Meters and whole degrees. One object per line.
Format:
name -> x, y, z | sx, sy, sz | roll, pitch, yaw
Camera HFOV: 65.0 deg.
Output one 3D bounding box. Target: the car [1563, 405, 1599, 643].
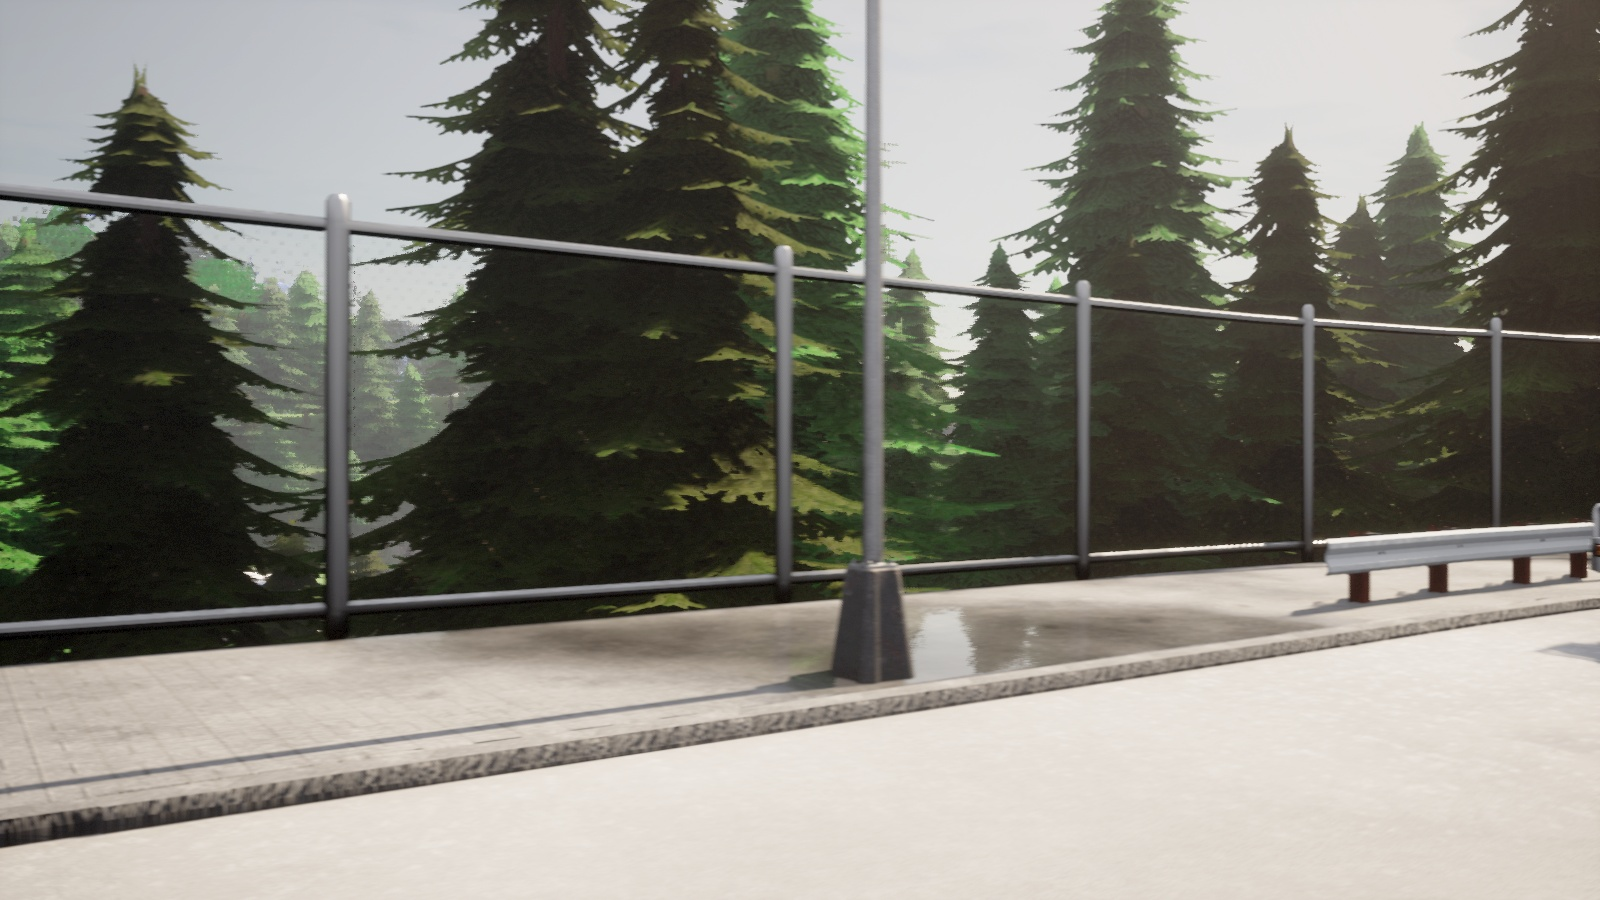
car -> 8.615, 0.569, 10.025 | 4.605, 1.855, 1.932 | 0, -1, -22
